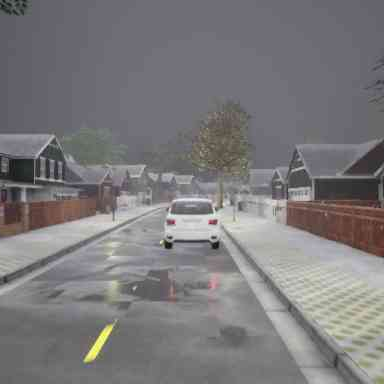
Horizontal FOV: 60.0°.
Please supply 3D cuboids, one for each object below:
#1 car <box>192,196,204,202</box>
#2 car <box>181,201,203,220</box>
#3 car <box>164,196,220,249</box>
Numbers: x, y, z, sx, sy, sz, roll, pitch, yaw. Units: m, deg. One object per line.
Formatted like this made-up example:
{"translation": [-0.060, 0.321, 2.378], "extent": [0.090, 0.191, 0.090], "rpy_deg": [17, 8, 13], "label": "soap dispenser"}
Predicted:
{"translation": [1.392, 1.605, 76.941], "extent": [1.994, 1.385, 4.181], "rpy_deg": [0, 0, 10], "label": "car"}
{"translation": [0.000, 1.547, 29.655], "extent": [1.812, 1.442, 4.674], "rpy_deg": [0, 0, 0], "label": "car"}
{"translation": [0.000, 1.264, 14.684], "extent": [2.150, 2.045, 5.566], "rpy_deg": [0, 0, 0], "label": "car"}
